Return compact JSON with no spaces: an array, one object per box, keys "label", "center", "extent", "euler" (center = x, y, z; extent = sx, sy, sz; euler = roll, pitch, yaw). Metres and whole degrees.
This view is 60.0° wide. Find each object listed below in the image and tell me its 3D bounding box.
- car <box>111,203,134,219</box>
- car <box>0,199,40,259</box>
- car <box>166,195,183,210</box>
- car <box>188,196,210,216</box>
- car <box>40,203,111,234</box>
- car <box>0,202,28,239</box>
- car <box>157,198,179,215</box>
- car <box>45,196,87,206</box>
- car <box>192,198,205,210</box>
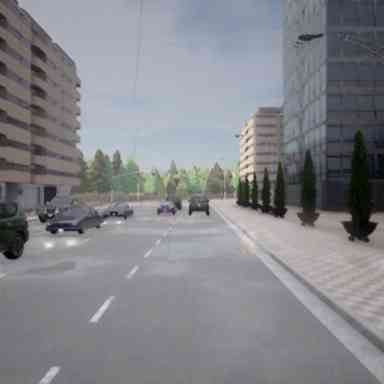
[{"label":"car","center":[-6.558,1.698,30.114],"extent":[1.994,1.385,4.181],"euler":[0,0,2]},{"label":"car","center":[-7.016,1.259,9.855],"extent":[2.150,2.045,5.566],"euler":[0,0,1]},{"label":"car","center":[-2.575,1.443,46.904],"extent":[2.150,2.045,5.566],"euler":[0,0,2]},{"label":"car","center":[0.752,1.391,35.487],"extent":[2.150,2.045,5.566],"euler":[0,0,1]},{"label":"car","center":[-6.808,1.634,20.096],"extent":[2.033,1.411,5.357],"euler":[0,0,2]},{"label":"car","center":[-10.390,1.417,16.562],"extent":[2.097,1.767,4.553],"euler":[0,0,1]},{"label":"car","center":[-2.728,1.696,36.519],"extent":[1.812,1.442,4.674],"euler":[0,0,1]},{"label":"car","center":[-10.145,1.335,26.762],"extent":[2.150,2.045,5.566],"euler":[0,0,2]},{"label":"car","center":[0.951,1.734,47.583],"extent":[1.837,1.490,4.892],"euler":[0,0,2]}]
